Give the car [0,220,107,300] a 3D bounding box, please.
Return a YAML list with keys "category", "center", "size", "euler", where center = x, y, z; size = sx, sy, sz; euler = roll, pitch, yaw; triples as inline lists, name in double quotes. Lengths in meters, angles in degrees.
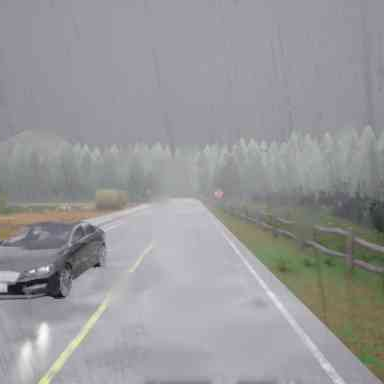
- category: "car"
  center: [-3.585, 1.519, 8.609]
  size: [2.128, 1.511, 4.902]
  euler: [0, 0, 0]
